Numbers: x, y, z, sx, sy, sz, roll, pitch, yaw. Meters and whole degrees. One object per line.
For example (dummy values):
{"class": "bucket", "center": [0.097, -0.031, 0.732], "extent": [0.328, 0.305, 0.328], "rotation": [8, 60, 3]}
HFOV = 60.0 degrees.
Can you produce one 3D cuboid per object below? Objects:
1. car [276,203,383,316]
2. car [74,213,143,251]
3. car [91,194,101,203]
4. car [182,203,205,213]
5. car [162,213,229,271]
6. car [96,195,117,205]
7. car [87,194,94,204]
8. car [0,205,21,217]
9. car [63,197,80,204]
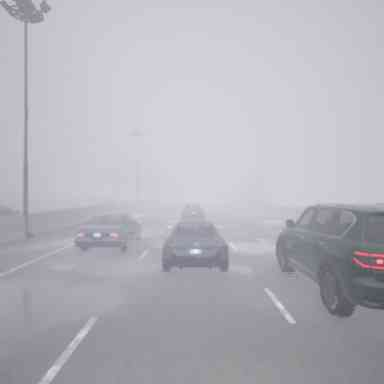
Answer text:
{"class": "car", "center": [3.599, 1.249, 7.682], "extent": [2.150, 2.045, 5.566], "rotation": [0, 0, 0]}
{"class": "car", "center": [-3.401, 1.600, 14.426], "extent": [2.033, 1.411, 5.357], "rotation": [0, 0, 0]}
{"class": "car", "center": [-17.512, 1.753, 65.383], "extent": [2.128, 1.511, 4.902], "rotation": [0, 0, 0]}
{"class": "car", "center": [0.098, 1.669, 29.110], "extent": [1.994, 1.385, 4.181], "rotation": [0, 0, 0]}
{"class": "car", "center": [0.098, 1.604, 11.107], "extent": [1.994, 1.385, 4.181], "rotation": [0, 0, 0]}
{"class": "car", "center": [-14.042, 1.681, 55.920], "extent": [1.882, 1.535, 5.008], "rotation": [0, 0, 1]}
{"class": "car", "center": [-21.007, 1.486, 71.965], "extent": [2.150, 2.045, 5.566], "rotation": [0, 0, 0]}
{"class": "car", "center": [-14.101, 1.634, 23.388], "extent": [2.033, 1.411, 5.357], "rotation": [0, 0, 0]}
{"class": "car", "center": [-24.507, 1.787, 67.919], "extent": [2.033, 1.411, 5.357], "rotation": [0, 0, 0]}
